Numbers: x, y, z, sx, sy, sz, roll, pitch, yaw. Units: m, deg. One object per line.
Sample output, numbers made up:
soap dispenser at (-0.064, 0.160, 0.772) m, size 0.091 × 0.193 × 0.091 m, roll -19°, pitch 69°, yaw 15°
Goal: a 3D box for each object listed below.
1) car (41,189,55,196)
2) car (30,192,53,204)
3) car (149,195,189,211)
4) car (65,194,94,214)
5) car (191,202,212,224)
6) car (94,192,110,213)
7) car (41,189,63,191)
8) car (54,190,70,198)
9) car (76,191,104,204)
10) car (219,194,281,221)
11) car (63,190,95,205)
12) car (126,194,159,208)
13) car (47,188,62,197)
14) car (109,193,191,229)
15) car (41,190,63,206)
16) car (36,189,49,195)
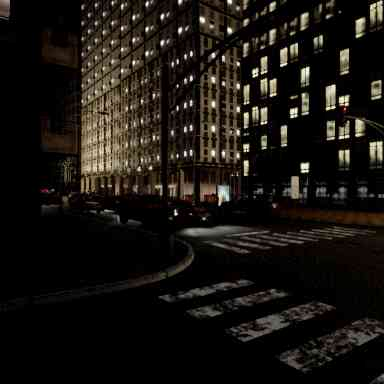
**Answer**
car at (-31.808, 0.096, 73.597) m, size 1.887 × 1.381 × 4.507 m, roll 1°, pitch 0°, yaw -36°
car at (-18.936, 0.752, 41.710) m, size 1.802 × 1.307 × 4.206 m, roll 2°, pitch 0°, yaw -36°
car at (-2.402, 1.070, 33.253) m, size 1.947 × 1.339 × 4.313 m, roll 1°, pitch 0°, yaw -36°
car at (-9.136, 1.067, 28.266) m, size 1.802 × 1.307 × 4.206 m, roll 2°, pitch 0°, yaw -36°
car at (-0.671, 1.220, 21.026) m, size 1.812 × 1.442 × 4.674 m, roll 0°, pitch 1°, yaw -36°
car at (-6.449, 0.988, 28.954) m, size 1.882 × 1.535 × 5.008 m, roll 0°, pitch 1°, yaw -36°
car at (-25.554, 0.382, 60.590) m, size 1.994 × 1.385 × 4.181 m, roll 0°, pitch 1°, yaw -36°
car at (-25.274, 0.309, 64.632) m, size 1.887 × 1.381 × 4.507 m, roll 1°, pitch 0°, yaw -36°
car at (-13.644, 0.695, 44.257) m, size 2.128 × 1.511 × 4.902 m, roll 0°, pitch 1°, yaw -36°
car at (4.140, 1.027, 24.287) m, size 2.192 × 1.841 × 5.009 m, roll 1°, pitch 0°, yaw -36°
car at (-12.340, 0.813, 37.053) m, size 2.128 × 1.511 × 4.902 m, roll 0°, pitch 1°, yaw -36°
car at (-5.669, 0.965, 37.736) m, size 1.947 × 1.339 × 4.313 m, roll 1°, pitch 0°, yaw -36°
car at (-28.538, 0.099, 69.114) m, size 1.967 × 1.590 × 4.097 m, roll 1°, pitch 0°, yaw -36°
car at (-2.595, 1.008, 19.302) m, size 2.192 × 1.841 × 5.009 m, roll 2°, pitch 0°, yaw -36°
car at (-15.669, 0.827, 37.229) m, size 2.008 × 1.369 × 4.403 m, roll 2°, pitch 0°, yaw -36°
car at (-35.076, -0.011, 78.080) m, size 1.887 × 1.381 × 4.507 m, roll 1°, pitch 0°, yaw -36°
